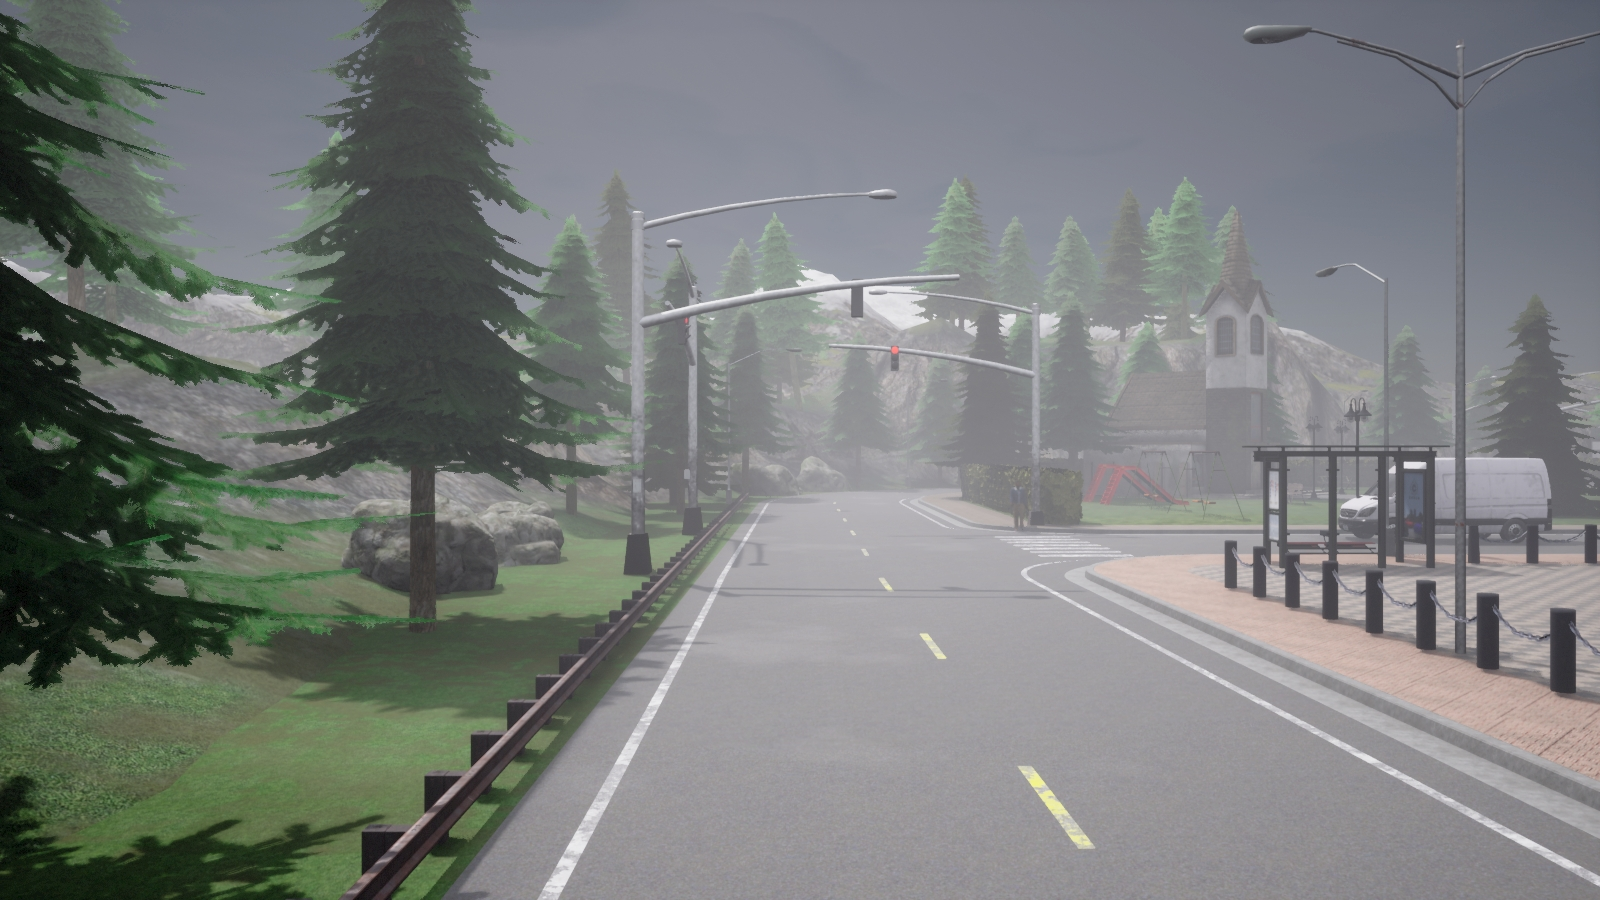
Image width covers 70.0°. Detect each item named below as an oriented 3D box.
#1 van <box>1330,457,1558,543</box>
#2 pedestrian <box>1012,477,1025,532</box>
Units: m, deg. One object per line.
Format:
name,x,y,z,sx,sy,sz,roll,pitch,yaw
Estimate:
van,19.746,1.515,35.223,5.915,2.561,1.988,0,0,0
pedestrian,7.379,1.839,38.569,0.375,1.860,0.375,0,0,0
